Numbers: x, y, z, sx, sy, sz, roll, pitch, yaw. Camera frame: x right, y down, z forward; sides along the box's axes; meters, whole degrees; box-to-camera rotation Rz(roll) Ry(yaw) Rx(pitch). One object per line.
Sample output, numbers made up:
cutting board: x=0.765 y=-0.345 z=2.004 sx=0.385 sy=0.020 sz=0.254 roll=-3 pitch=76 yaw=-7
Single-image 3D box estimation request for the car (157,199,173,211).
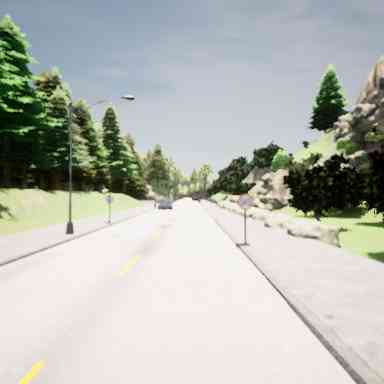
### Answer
car: x=-4.057 y=1.917 z=50.998 sx=2.097 sy=1.767 sz=4.553 roll=0 pitch=-1 yaw=0
